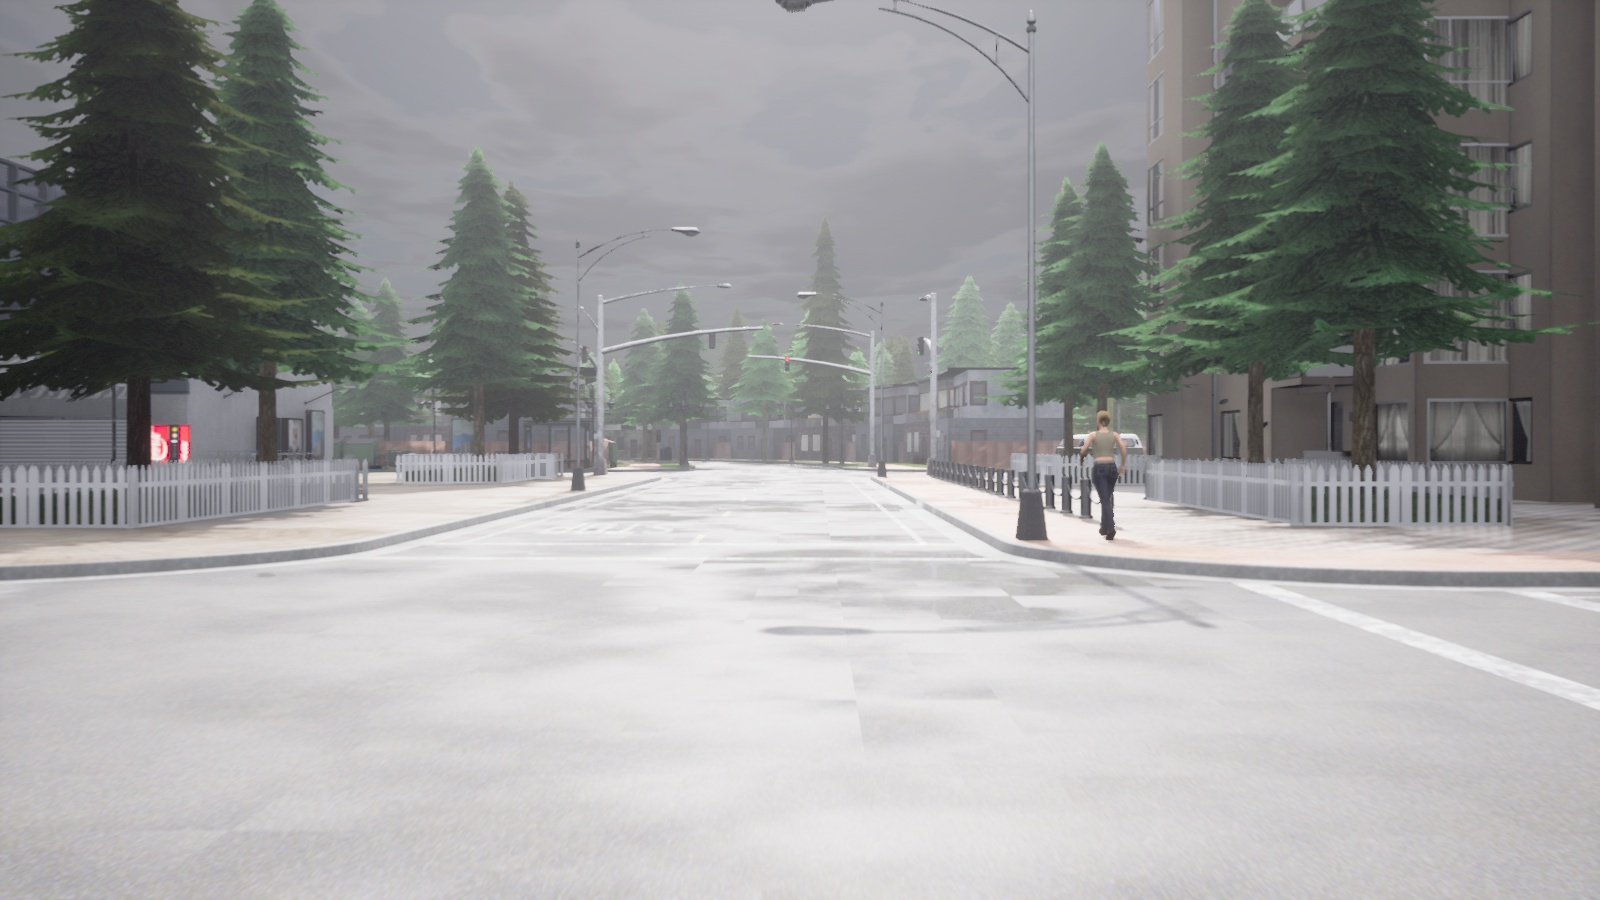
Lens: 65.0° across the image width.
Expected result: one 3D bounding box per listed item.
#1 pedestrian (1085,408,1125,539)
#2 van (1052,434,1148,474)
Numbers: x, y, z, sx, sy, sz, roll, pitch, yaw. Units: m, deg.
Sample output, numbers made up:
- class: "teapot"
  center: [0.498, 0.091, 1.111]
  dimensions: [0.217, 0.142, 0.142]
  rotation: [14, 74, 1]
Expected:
- class: "pedestrian"
  center: [4.335, 0.332, 17.879]
  dimensions: [0.345, 1.836, 0.594]
  rotation: [0, 0, -9]
- class: "van"
  center: [15.395, 0.213, 64.639]
  dimensions: [4.480, 2.038, 2.069]
  rotation: [0, 0, 2]
